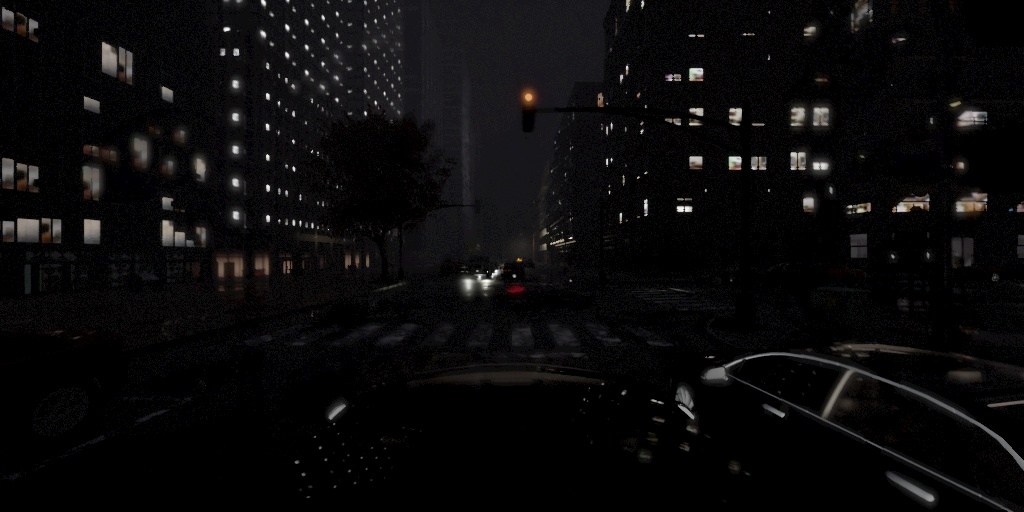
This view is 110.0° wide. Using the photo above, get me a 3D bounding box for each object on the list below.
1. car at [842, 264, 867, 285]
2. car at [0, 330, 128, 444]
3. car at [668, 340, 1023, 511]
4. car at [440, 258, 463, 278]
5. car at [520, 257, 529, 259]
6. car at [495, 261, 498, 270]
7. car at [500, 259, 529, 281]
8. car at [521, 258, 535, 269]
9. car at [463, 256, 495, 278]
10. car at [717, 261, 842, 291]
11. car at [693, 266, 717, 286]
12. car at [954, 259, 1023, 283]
[{"bbox_3d":[18.842,0.993,22.033,4.829,1.417,1.751,0,0,-1],"label":"car"},{"bbox_3d":[-5.691,1.295,2.575,1.888,1.381,4.507,0,0,0],"label":"car"},{"bbox_3d":[2.689,1.300,2.571,2.007,1.370,4.403,0,0,0],"label":"car"},{"bbox_3d":[-5.674,1.079,34.963,2.192,1.841,5.009,0,0,0],"label":"car"},{"bbox_3d":[2.722,1.316,62.742,1.751,1.417,4.829,0,0,0],"label":"car"},{"bbox_3d":[-3.078,1.298,44.469,1.812,1.442,4.674,0,0,0],"label":"car"},{"bbox_3d":[0.086,1.266,29.989,1.837,1.490,4.892,-1,0,-2],"label":"car"},{"bbox_3d":[2.719,1.350,57.049,1.948,1.339,4.313,0,0,0],"label":"car"},{"bbox_3d":[-3.083,0.986,34.588,2.150,2.045,5.566,0,0,0],"label":"car"},{"bbox_3d":[14.306,1.025,19.399,4.902,1.511,2.128,-1,0,0],"label":"car"},{"bbox_3d":[13.445,1.095,21.981,4.403,1.370,2.007,0,0,-1],"label":"car"},{"bbox_3d":[30.147,0.859,22.141,4.507,1.381,1.888,0,0,-1],"label":"car"}]
